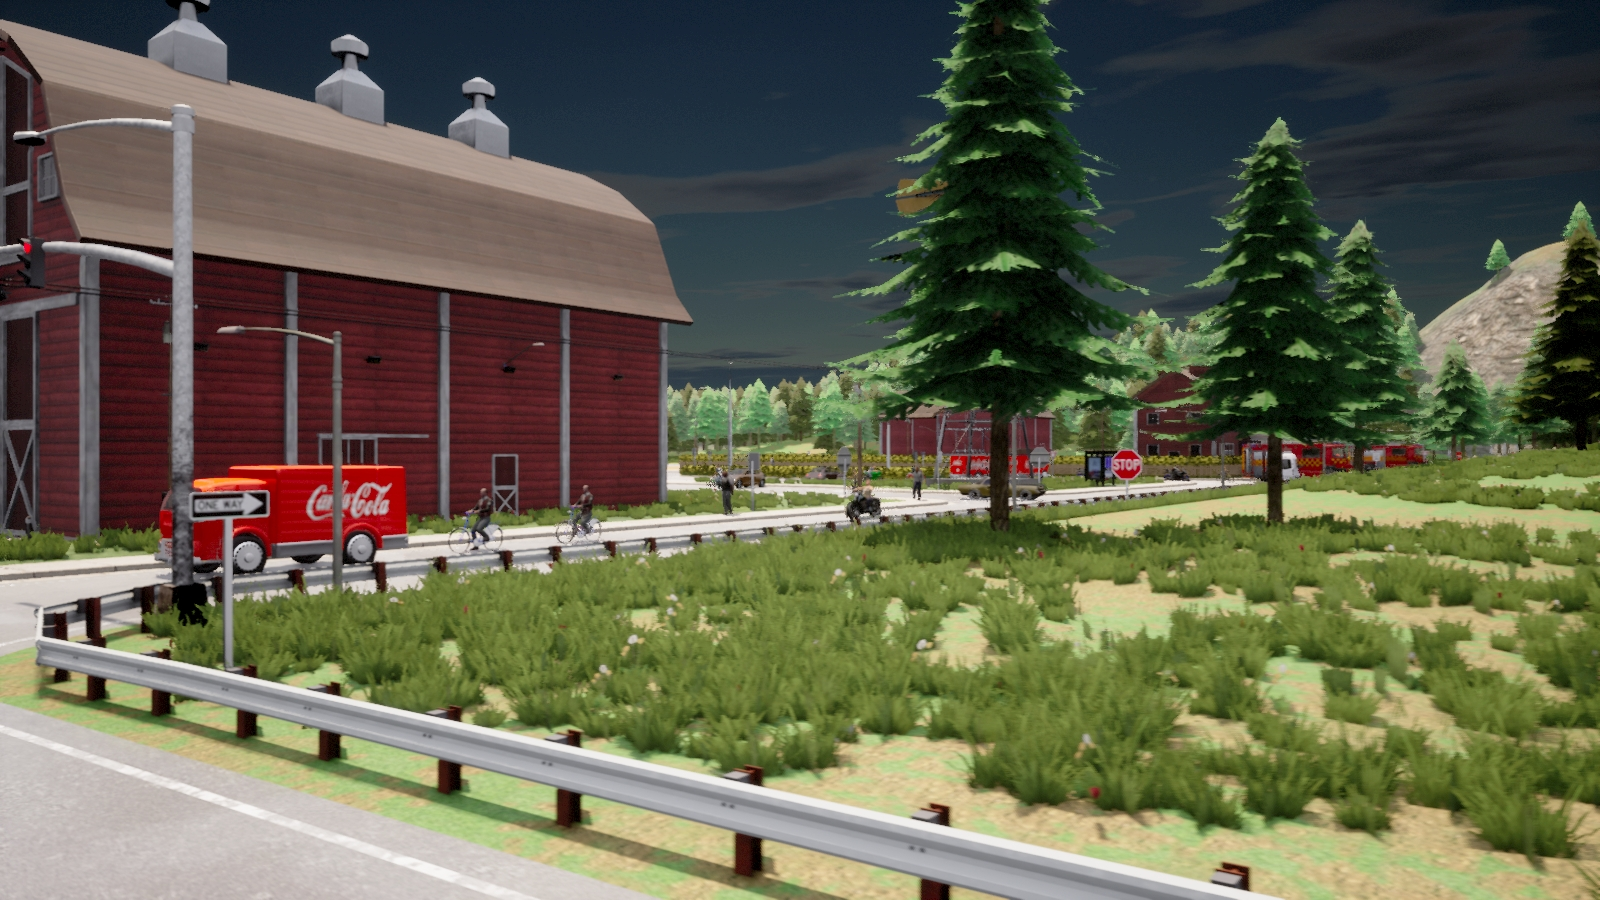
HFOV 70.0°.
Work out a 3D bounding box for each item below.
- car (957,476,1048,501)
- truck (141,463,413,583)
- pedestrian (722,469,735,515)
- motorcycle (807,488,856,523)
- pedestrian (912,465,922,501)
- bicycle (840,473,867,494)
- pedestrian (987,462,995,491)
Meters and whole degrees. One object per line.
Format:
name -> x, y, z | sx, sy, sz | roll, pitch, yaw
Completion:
car -> 11.448, 2.154, 64.549 | 4.718, 1.301, 1.895 | 0, 0, 25
truck -> -12.130, 1.568, 26.867 | 2.627, 2.467, 5.204 | 0, 0, 35
pedestrian -> -2.904, 1.695, 46.491 | 0.375, 1.860, 0.375 | 0, 0, 44
motorcycle -> 1.263, 2.169, 45.318 | 0.764, 1.277, 2.356 | 0, 0, 36
pedestrian -> 6.120, 1.696, 59.657 | 0.375, 1.860, 0.375 | 0, 0, 31
bicycle -> 3.454, 2.156, 73.653 | 1.487, 1.276, 0.859 | 0, 0, 35
pedestrian -> 12.167, 1.697, 72.829 | 0.375, 1.860, 0.375 | 0, 0, 43
